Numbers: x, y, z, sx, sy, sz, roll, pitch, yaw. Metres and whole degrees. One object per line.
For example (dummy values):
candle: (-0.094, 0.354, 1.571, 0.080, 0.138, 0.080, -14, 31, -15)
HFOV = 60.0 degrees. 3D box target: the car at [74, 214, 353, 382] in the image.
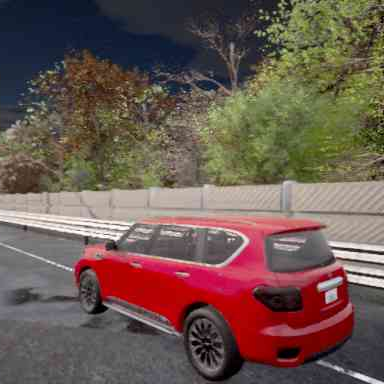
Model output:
car: (-0.109, 1.422, 6.079, 2.150, 2.045, 5.566, 2, -2, -43)
